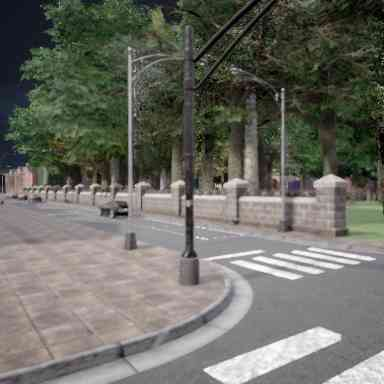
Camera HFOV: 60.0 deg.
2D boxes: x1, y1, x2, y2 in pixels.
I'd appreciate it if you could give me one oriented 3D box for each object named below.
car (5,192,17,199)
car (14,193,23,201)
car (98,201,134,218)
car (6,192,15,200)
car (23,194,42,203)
[{"bbox_3d":[-42.687,0.810,78.526,1.967,1.590,4.097,0,0,-36],"label":"car"},{"bbox_3d":[-32.767,1.050,64.641,1.802,1.307,4.206,0,0,-36],"label":"car"},{"bbox_3d":[-6.314,1.397,27.611,1.947,1.339,4.313,0,0,-36],"label":"car"},{"bbox_3d":[-39.382,0.840,73.897,1.967,1.590,4.097,0,0,-36],"label":"car"},{"bbox_3d":[-26.154,1.097,55.383,2.008,1.369,4.403,0,0,-36],"label":"car"}]
